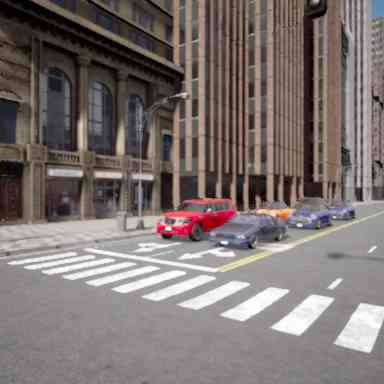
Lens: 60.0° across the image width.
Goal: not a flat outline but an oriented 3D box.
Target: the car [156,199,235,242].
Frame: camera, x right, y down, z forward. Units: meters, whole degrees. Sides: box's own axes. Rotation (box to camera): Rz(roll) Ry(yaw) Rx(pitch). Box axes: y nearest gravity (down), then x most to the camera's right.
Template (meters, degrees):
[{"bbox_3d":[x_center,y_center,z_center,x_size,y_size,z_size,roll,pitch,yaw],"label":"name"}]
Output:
[{"bbox_3d":[0.448,1.427,18.261,2.150,2.045,5.566,0,-1,36],"label":"car"}]

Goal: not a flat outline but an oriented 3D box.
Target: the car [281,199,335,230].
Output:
[{"bbox_3d":[8.408,1.633,23.790,2.097,1.767,4.553,0,0,36],"label":"car"}]

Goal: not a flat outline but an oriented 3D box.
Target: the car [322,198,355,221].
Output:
[{"bbox_3d":[14.064,1.713,31.682,2.097,1.767,4.553,0,0,36],"label":"car"}]

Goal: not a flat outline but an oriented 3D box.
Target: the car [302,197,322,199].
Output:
[{"bbox_3d":[12.407,1.595,34.947,2.150,2.045,5.566,0,0,36],"label":"car"}]

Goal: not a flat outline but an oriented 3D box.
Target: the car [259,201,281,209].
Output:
[{"bbox_3d":[6.235,1.638,26.340,2.097,1.767,4.553,0,0,35],"label":"car"}]

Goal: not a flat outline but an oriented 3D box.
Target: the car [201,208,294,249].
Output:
[{"bbox_3d":[2.895,1.752,16.095,2.033,1.411,5.357,0,0,36],"label":"car"}]
